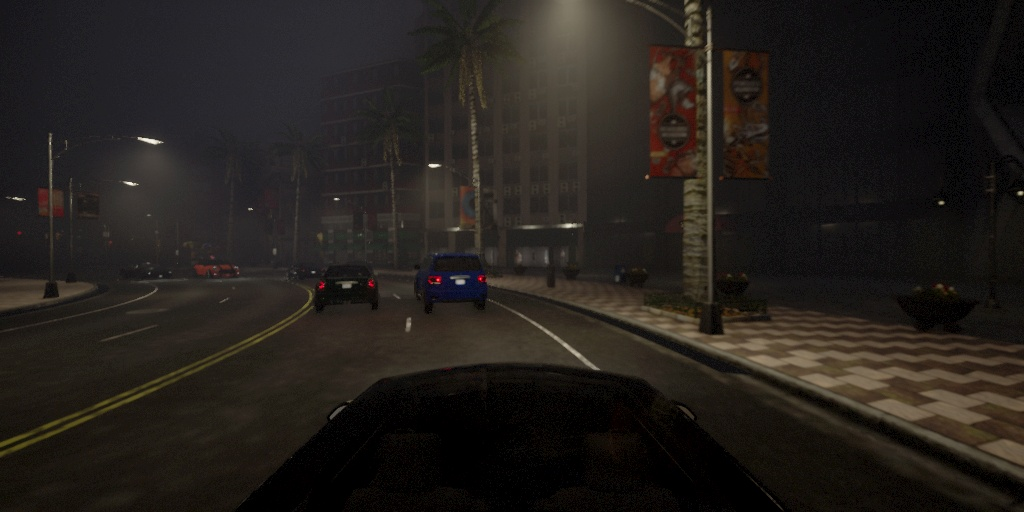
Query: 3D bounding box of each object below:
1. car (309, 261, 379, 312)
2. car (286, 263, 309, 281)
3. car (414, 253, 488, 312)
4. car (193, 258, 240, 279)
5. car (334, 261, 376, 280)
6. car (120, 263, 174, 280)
[{"bbox_3d":[-6.509,1.058,14.444,2.097,1.767,4.553,-1,0,-21],"label":"car"},{"bbox_3d":[-16.851,1.238,29.213,4.181,1.385,1.994,0,0,44],"label":"car"},{"bbox_3d":[-2.546,0.907,14.119,2.150,2.045,5.566,0,1,-19],"label":"car"},{"bbox_3d":[-26.272,1.070,31.874,4.553,1.767,2.097,0,1,31],"label":"car"},{"bbox_3d":[-13.671,1.167,31.023,1.812,1.442,4.674,-1,0,-44],"label":"car"},{"bbox_3d":[-31.623,1.307,30.954,5.357,1.411,2.033,0,0,25],"label":"car"}]
